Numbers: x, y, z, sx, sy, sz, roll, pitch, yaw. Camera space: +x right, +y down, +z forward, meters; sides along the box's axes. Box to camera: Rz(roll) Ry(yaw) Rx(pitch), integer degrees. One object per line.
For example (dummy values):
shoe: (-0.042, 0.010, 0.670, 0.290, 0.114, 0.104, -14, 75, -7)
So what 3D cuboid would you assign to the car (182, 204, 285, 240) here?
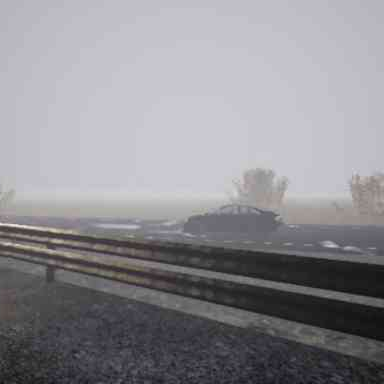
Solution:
car: (1.919, 1.349, 16.015, 4.902, 1.511, 2.128, 0, 0, 20)
